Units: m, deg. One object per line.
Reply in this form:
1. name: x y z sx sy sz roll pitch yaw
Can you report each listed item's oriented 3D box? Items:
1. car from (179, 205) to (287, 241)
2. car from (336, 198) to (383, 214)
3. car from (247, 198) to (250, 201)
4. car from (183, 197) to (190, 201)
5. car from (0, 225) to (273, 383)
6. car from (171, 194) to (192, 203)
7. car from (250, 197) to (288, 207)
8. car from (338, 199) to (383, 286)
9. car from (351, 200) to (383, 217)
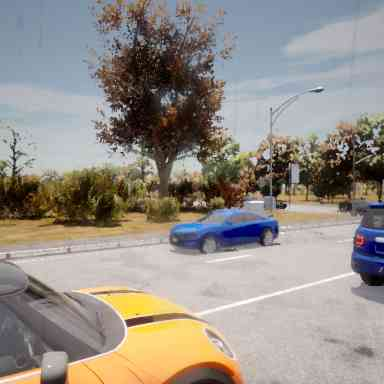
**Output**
1. car: 1.420 1.477 13.577 5.008 1.535 1.882 0 0 -35
2. car: 18.572 1.477 36.415 1.882 1.535 5.008 0 0 -32
3. car: 10.104 1.466 49.767 1.882 1.535 5.008 0 0 -33
4. car: -2.010 1.395 61.814 1.882 1.535 5.008 0 0 -34
5. car: -1.735 1.352 2.508 4.553 1.767 2.097 0 0 -35
6. car: -2.263 1.231 68.353 2.097 1.767 4.553 0 1 -35
7. car: 10.145 1.598 43.193 1.895 1.301 4.718 0 0 -32
8. car: 6.170 1.221 8.152 5.566 2.045 2.150 0 0 -35
9. car: 17.887 1.547 30.943 2.033 1.411 5.357 0 0 -32
